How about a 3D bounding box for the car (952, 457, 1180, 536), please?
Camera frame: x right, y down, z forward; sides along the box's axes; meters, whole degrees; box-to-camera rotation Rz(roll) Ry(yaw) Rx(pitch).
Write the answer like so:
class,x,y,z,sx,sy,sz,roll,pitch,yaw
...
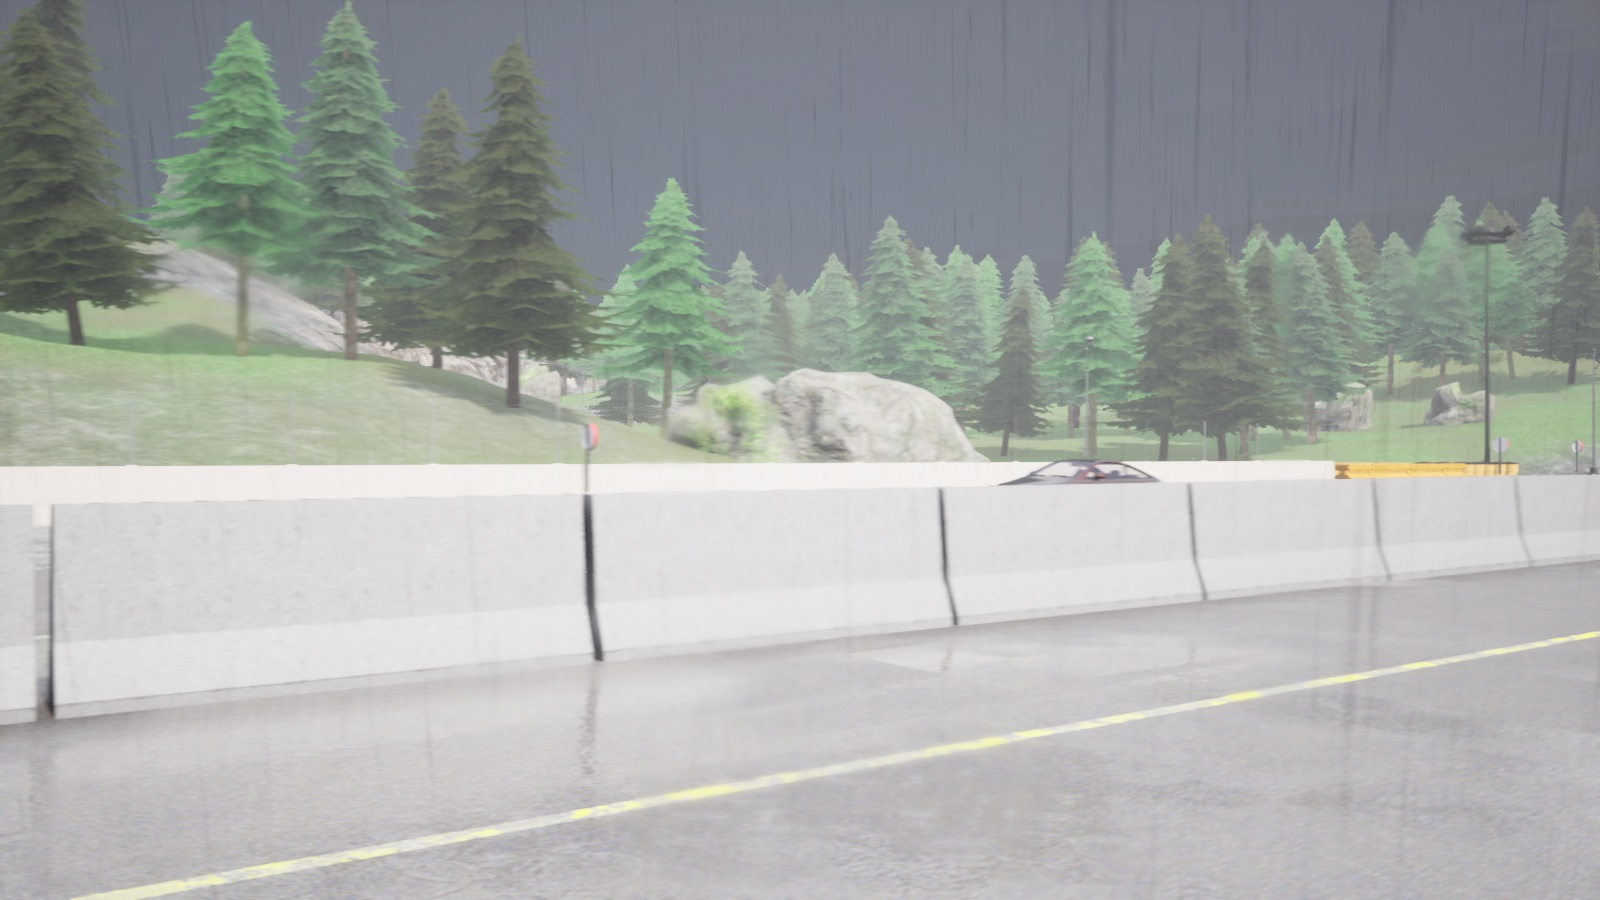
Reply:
class,x,y,z,sx,sy,sz,roll,pitch,yaw
car,5.184,0.841,24.325,4.181,1.385,1.994,0,0,-35
